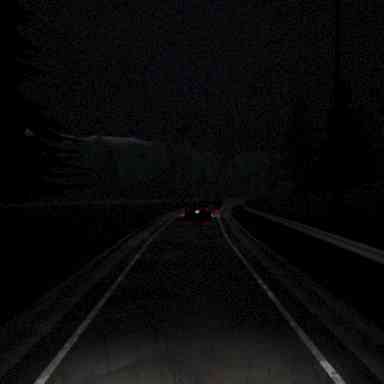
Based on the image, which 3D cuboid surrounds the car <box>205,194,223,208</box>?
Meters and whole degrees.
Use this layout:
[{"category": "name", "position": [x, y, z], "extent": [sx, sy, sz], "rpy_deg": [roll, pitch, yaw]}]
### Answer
[{"category": "car", "position": [2.718, 1.093, 42.613], "extent": [2.097, 1.767, 4.553], "rpy_deg": [0, 0, 11]}]

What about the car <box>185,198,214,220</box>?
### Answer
[{"category": "car", "position": [0.517, 1.406, 26.076], "extent": [1.994, 1.385, 4.181], "rpy_deg": [0, 0, 4]}]
